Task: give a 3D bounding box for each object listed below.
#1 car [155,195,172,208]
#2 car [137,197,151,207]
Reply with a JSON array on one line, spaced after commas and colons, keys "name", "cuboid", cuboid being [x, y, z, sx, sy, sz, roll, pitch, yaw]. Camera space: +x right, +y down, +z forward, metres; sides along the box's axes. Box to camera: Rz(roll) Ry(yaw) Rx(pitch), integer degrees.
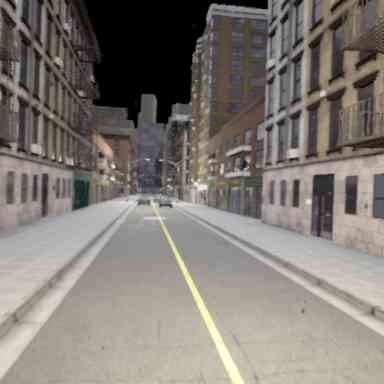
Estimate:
[{"name": "car", "cuboid": [-3.792, 1.443, 46.869, 2.033, 1.411, 5.357, 2, 0, -8]}, {"name": "car", "cuboid": [-6.892, 1.396, 47.986, 1.895, 1.301, 4.718, 2, 0, -7]}]
